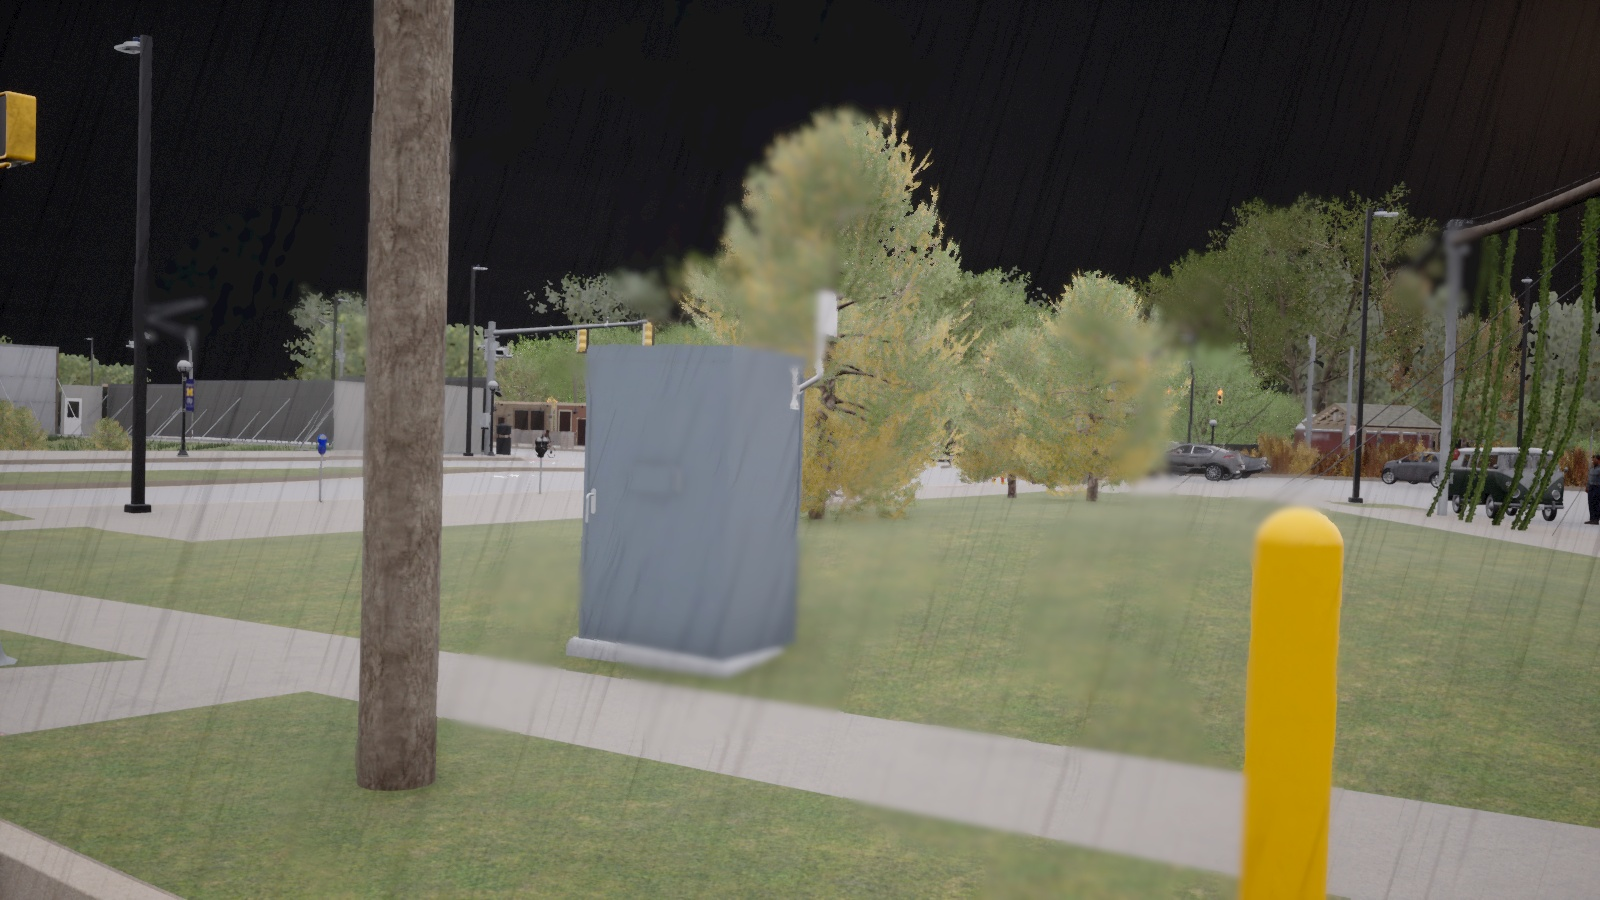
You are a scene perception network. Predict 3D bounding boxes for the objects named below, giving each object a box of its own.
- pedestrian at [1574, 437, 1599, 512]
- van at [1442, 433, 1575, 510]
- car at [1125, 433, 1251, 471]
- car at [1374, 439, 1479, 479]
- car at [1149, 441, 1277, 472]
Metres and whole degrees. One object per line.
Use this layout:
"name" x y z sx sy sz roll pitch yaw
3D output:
"pedestrian" 20.777 0.642 32.810 0.788 1.949 0.423 1 2 -6
"van" 19.952 0.554 35.562 1.775 1.987 4.442 1 1 9
"car" 17.396 0.085 56.399 5.027 1.651 2.152 0 1 34
"car" 26.470 0.342 53.161 1.845 1.501 3.633 -1 2 -22
"car" 19.504 0.294 59.382 5.357 1.411 2.033 0 1 34
